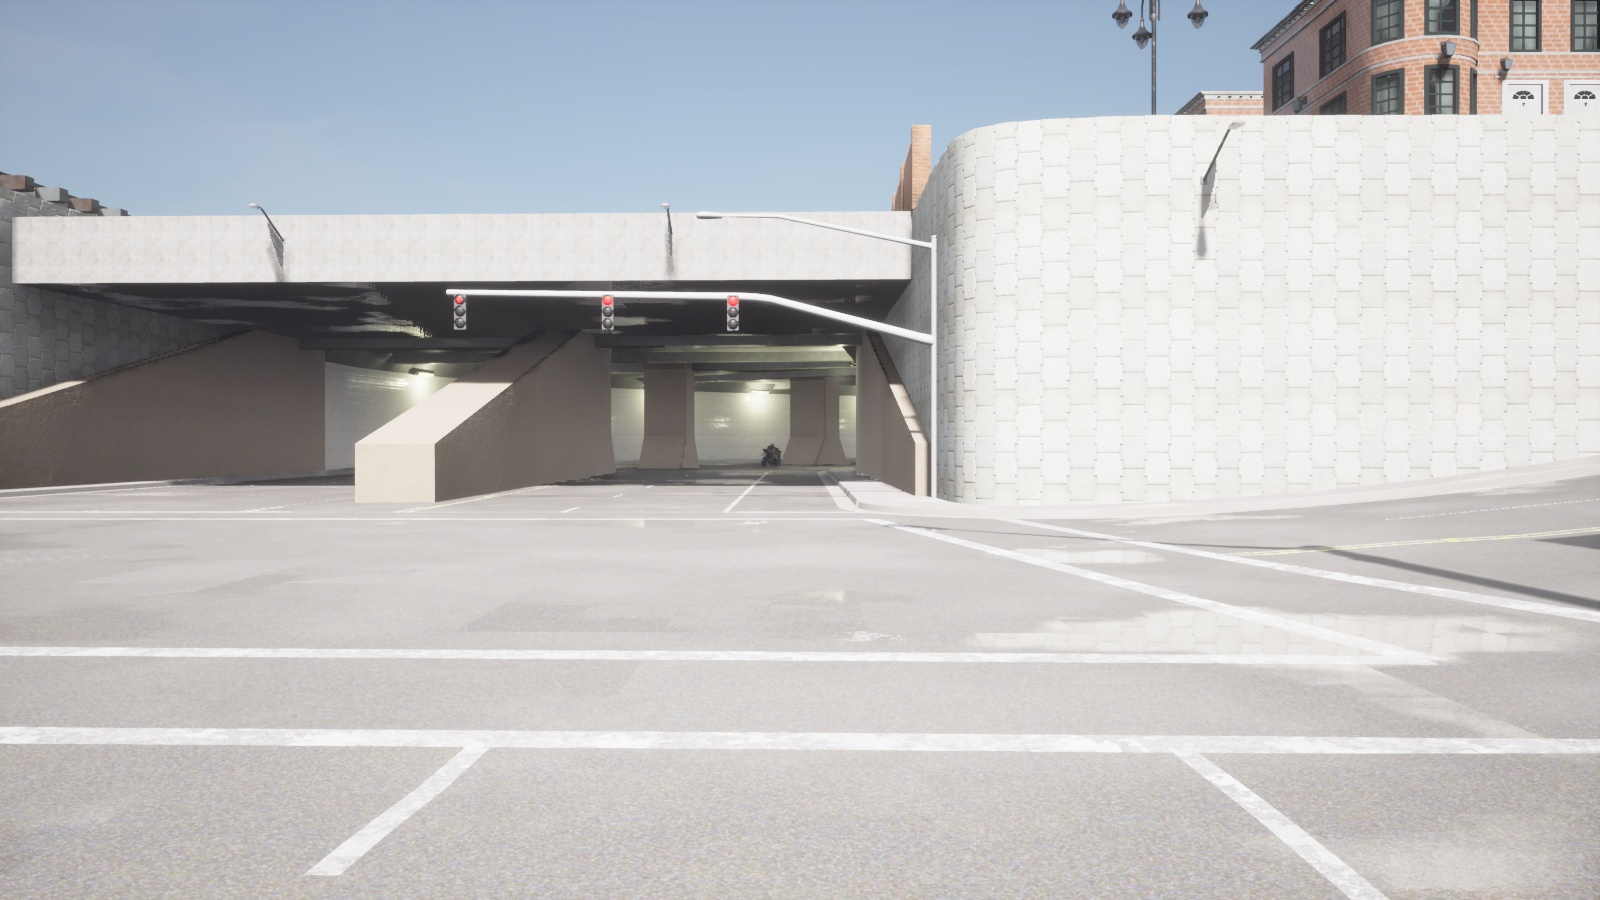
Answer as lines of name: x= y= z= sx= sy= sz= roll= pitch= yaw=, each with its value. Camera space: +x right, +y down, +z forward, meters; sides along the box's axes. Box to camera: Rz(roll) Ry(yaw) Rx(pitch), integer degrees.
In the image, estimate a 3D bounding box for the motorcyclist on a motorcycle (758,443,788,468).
motorcyclist on a motorcycle: x=-1.737 y=0.328 z=80.137 sx=0.866 sy=1.530 sz=2.191 roll=1 pitch=1 yaw=31
